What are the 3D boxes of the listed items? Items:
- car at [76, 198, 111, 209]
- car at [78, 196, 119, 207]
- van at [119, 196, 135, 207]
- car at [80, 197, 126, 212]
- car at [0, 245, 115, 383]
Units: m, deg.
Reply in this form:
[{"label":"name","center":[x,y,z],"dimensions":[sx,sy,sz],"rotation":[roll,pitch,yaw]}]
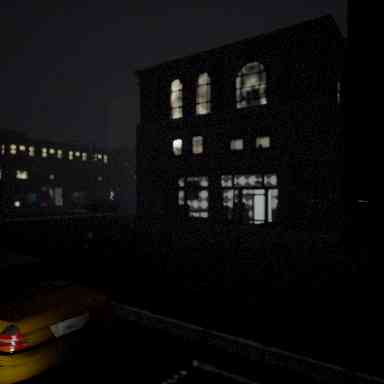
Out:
[{"label":"car","center":[-14.175,1.663,48.309],"dimensions":[1.752,1.417,4.829],"rotation":[0,0,35]},{"label":"car","center":[-12.831,1.636,45.700],"dimensions":[1.837,1.490,4.892],"rotation":[0,0,35]},{"label":"van","center":[-10.901,1.507,52.970],"dimensions":[1.690,1.788,3.998],"rotation":[0,0,35]},{"label":"car","center":[-10.354,1.661,39.080],"dimensions":[1.887,1.381,4.507],"rotation":[0,0,35]},{"label":"car","center":[-3.301,1.524,5.230],"dimensions":[4.829,1.417,1.752],"rotation":[0,0,36]}]
